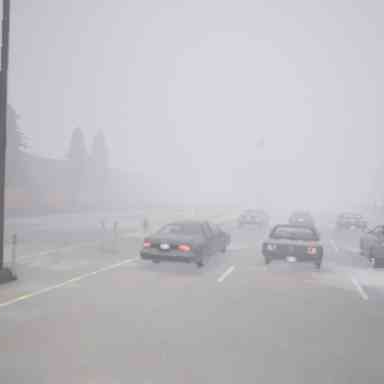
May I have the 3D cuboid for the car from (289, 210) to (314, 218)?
[{"bbox_3d":[9.070,2.155,27.518,1.994,1.385,4.181,1,-1,20],"label":"car"}]

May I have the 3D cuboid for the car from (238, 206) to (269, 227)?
[{"bbox_3d":[4.920,2.014,26.323,2.033,1.411,5.357,1,-1,20],"label":"car"}]

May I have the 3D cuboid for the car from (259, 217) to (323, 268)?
[{"bbox_3d":[3.864,1.863,12.547,1.895,1.301,4.718,1,-1,19],"label":"car"}]

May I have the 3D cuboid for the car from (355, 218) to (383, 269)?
[{"bbox_3d":[7.460,1.917,12.211,1.994,1.385,4.181,1,-1,20],"label":"car"}]

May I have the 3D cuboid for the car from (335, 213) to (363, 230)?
[{"bbox_3d":[12.057,2.242,25.492,1.895,1.301,4.718,1,-1,20],"label":"car"}]

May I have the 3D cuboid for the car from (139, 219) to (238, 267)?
[{"bbox_3d":[0.021,1.706,12.178,2.033,1.411,5.357,1,-1,19],"label":"car"}]

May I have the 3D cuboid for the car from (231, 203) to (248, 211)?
[{"bbox_3d":[8.217,2.549,57.265,1.895,1.301,4.718,1,-1,20],"label":"car"}]
